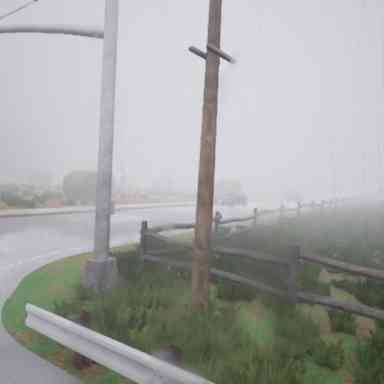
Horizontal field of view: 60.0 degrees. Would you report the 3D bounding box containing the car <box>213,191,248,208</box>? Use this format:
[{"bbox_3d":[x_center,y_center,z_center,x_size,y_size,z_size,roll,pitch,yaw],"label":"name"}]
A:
[{"bbox_3d":[3.762,0.671,31.732,2.128,1.511,4.902,4,3,33],"label":"car"}]

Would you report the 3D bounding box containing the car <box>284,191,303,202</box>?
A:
[{"bbox_3d":[14.940,0.634,48.730,2.128,1.511,4.902,4,2,33],"label":"car"}]

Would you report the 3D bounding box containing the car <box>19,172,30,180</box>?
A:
[{"bbox_3d":[-39.719,-3.685,79.404,1.905,1.878,3.866,8,3,-13],"label":"car"}]
